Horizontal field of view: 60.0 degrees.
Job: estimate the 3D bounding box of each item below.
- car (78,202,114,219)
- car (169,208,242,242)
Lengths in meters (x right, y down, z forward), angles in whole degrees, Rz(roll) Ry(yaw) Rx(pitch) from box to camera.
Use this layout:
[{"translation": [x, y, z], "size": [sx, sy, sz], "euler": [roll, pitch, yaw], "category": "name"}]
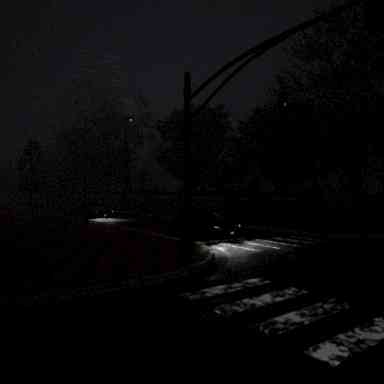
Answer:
[{"translation": [-8.953, 1.620, 30.750], "size": [2.033, 1.411, 5.357], "euler": [0, 0, -34], "category": "car"}, {"translation": [0.505, 1.558, 16.896], "size": [1.812, 1.442, 4.674], "euler": [0, 0, -34], "category": "car"}]
